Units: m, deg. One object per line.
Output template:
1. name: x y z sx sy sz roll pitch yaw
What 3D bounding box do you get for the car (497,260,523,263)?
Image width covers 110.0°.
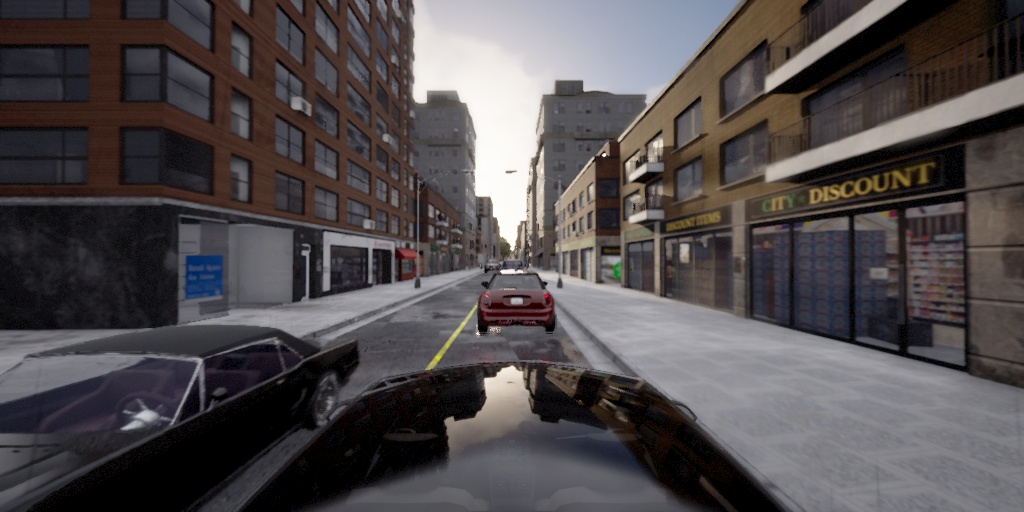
1. car: 0.079 1.321 31.127 2.150 2.045 5.566 0 0 0

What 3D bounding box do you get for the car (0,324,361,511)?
1. car: -3.099 1.365 2.911 1.895 1.301 4.718 0 -1 0

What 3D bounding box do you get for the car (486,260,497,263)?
1. car: -3.056 1.619 55.071 2.150 2.045 5.566 0 -1 0

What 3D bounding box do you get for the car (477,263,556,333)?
1. car: 0.098 1.212 11.341 2.097 1.767 4.553 0 -1 -1
